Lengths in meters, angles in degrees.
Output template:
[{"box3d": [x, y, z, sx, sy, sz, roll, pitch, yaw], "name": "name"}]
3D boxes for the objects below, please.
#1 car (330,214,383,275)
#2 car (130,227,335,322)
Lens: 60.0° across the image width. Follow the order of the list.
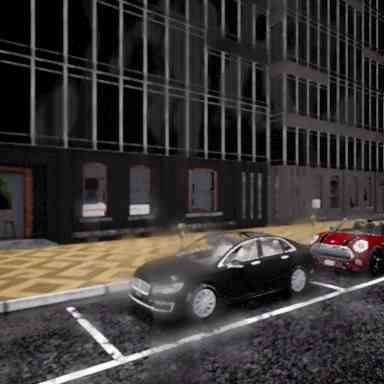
[{"box3d": [5.468, 1.455, 10.461, 4.097, 1.590, 1.967, 0, 0, -36], "name": "car"}, {"box3d": [0.833, 1.558, 7.155, 4.403, 1.369, 2.008, 0, 0, -36], "name": "car"}]
